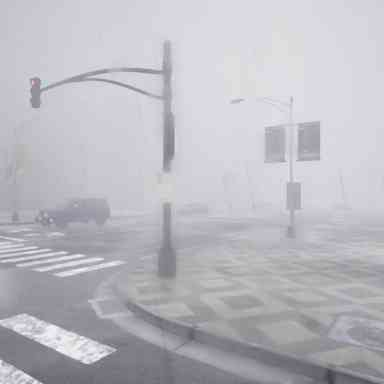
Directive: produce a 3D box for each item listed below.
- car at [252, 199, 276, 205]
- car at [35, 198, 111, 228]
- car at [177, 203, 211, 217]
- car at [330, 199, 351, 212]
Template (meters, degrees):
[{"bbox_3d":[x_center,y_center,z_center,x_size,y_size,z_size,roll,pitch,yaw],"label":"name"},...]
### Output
[{"bbox_3d":[11.014,1.984,52.021,1.895,1.301,4.718,0,-1,35],"label":"car"},{"bbox_3d":[-8.552,1.459,24.489,2.150,2.045,5.566,0,0,35],"label":"car"},{"bbox_3d":[0.325,1.969,37.049,1.837,1.490,4.892,0,-1,35],"label":"car"},{"bbox_3d":[24.540,2.383,54.106,2.128,1.511,4.902,0,-1,35],"label":"car"}]
